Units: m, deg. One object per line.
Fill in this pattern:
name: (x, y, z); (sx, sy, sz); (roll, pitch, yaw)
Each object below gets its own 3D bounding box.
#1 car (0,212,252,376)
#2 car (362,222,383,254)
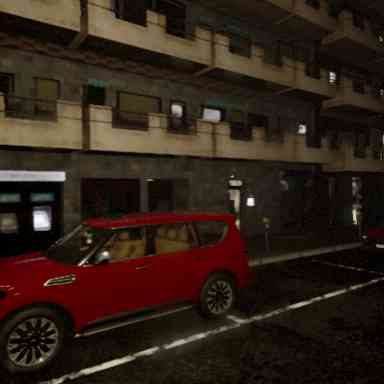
car: (-1.169, 1.315, 5.747); (5.009, 1.841, 2.192); (0, -1, -35)
car: (8.057, 1.543, 12.324); (4.507, 1.381, 1.887); (0, -1, -35)
